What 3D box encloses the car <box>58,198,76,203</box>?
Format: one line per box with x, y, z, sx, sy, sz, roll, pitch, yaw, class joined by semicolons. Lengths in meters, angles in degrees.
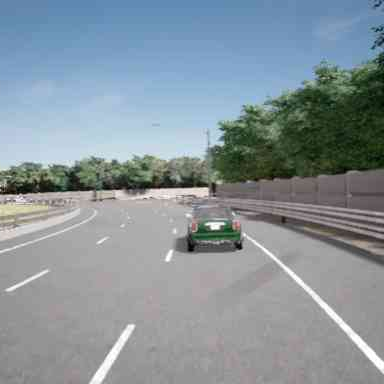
-32.112;2.397;86.283;4.718;1.301;1.895;-2;0;44;car

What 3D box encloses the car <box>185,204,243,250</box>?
0.811;1.309;14.295;2.097;1.767;4.553;-2;0;-1;car

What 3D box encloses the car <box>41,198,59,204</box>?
-36.025;2.457;85.301;4.902;1.511;2.128;-2;0;44;car
